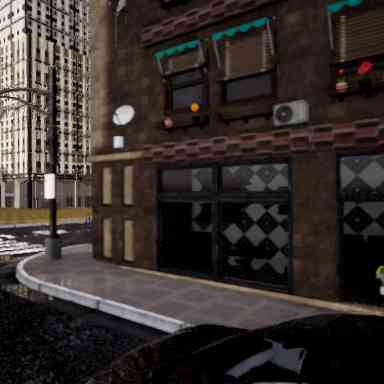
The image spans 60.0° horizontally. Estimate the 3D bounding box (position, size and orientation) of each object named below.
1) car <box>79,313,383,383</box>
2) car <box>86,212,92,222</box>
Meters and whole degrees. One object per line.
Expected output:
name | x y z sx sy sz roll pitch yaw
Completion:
car | 1.040 1.565 2.141 4.313 1.339 1.947 0 0 36
car | -6.883 1.845 28.316 2.008 1.369 4.403 -1 -2 35
